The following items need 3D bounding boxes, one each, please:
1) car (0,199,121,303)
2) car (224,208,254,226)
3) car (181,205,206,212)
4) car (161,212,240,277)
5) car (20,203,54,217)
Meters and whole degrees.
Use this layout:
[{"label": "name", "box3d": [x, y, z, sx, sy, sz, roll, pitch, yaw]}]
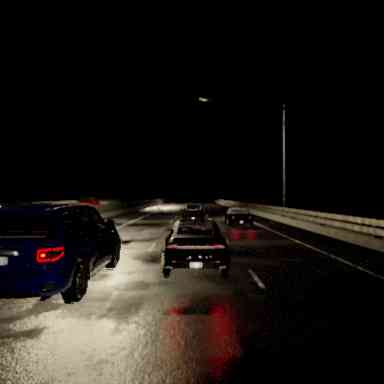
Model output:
[{"label": "car", "box3d": [-3.401, 1.330, 8.565, 2.150, 2.045, 5.566, 0, 0, 0]}, {"label": "car", "box3d": [3.595, 1.925, 26.357, 1.895, 1.301, 4.718, 0, -1, 0]}, {"label": "car", "box3d": [0.097, 1.854, 28.303, 1.837, 1.490, 4.892, 0, 0, 0]}, {"label": "car", "box3d": [0.099, 1.624, 10.673, 2.128, 1.511, 4.902, 0, -1, 0]}, {"label": "car", "box3d": [-17.571, 2.029, 37.931, 1.994, 1.385, 4.181, 0, -1, 0]}]
